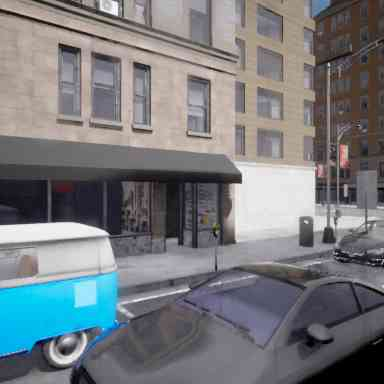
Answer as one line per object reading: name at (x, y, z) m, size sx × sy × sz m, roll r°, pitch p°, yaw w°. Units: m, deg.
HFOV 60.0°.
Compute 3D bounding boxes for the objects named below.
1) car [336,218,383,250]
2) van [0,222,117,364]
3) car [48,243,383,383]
car at (6.300, 1.550, 10.674) m, size 4.403 × 1.369 × 2.008 m, roll 0°, pitch 0°, yaw -35°
van at (-2.923, 1.341, 4.105) m, size 3.998 × 1.788 × 1.690 m, roll 0°, pitch 0°, yaw -35°
car at (0.883, 1.564, 3.695) m, size 4.181 × 1.385 × 1.994 m, roll 0°, pitch 0°, yaw -35°
